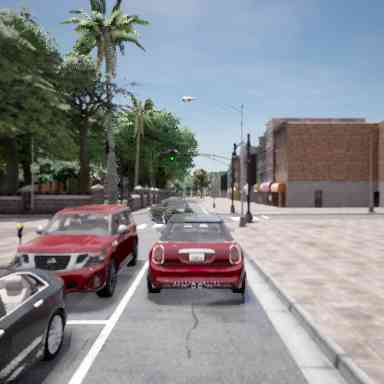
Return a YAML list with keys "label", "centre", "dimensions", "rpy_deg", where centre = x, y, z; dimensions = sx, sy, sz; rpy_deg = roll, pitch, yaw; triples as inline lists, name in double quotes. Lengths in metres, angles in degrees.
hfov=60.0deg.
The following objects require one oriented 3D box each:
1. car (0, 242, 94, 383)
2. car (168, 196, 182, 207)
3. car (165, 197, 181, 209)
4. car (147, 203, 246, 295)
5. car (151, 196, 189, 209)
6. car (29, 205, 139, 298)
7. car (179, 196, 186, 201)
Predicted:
- label: "car"
  centre: [-2.639, 1.547, 3.215]
  dimensions: [2.008, 1.369, 4.403]
  rpy_deg: [0, 0, 0]
- label: "car"
  centre: [-2.657, 1.502, 52.516]
  dimensions: [1.967, 1.590, 4.097]
  rpy_deg: [0, 0, 0]
- label: "car"
  centre: [-2.656, 1.484, 46.828]
  dimensions: [1.967, 1.590, 4.097]
  rpy_deg: [0, 0, 0]
- label: "car"
  centre: [0.097, 1.344, 8.876]
  dimensions: [2.097, 1.767, 4.553]
  rpy_deg: [0, 0, 0]
- label: "car"
  centre: [-1.663, 1.351, 24.561]
  dimensions: [2.097, 1.767, 4.553]
  rpy_deg: [0, 0, -25]
- label: "car"
  centre: [-2.641, 1.307, 8.679]
  dimensions: [2.192, 1.841, 5.009]
  rpy_deg: [0, 0, 0]
- label: "car"
  centre: [-2.672, 1.803, 92.336]
  dimensions: [1.887, 1.381, 4.507]
  rpy_deg: [0, 0, 0]
